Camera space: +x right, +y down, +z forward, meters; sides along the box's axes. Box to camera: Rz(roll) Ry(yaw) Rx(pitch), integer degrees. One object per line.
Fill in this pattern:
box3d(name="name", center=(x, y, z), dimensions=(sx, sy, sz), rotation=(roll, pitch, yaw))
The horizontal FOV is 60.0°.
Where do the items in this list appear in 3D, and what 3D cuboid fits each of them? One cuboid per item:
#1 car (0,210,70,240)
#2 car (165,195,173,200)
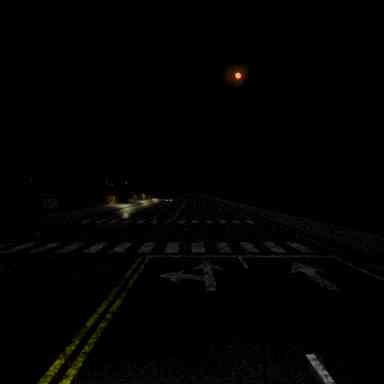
box3d(name="car", center=(-8.593, 1.550, 15.487), dimensions=(5.357, 1.411, 2.033), rotation=(0, 0, -33))
box3d(name="car", center=(-6.425, 1.468, 93.344), dimensions=(2.033, 1.411, 5.357), rotation=(0, 0, 0))
